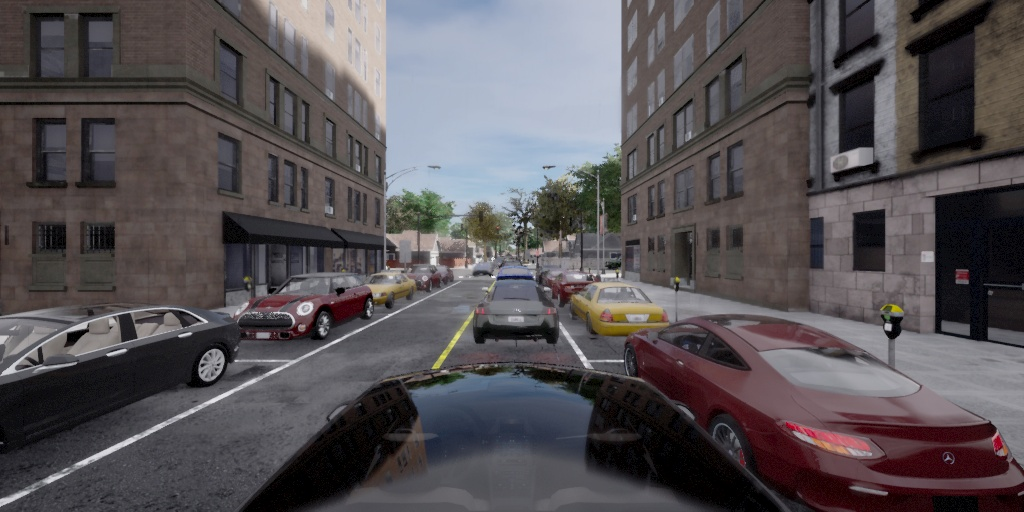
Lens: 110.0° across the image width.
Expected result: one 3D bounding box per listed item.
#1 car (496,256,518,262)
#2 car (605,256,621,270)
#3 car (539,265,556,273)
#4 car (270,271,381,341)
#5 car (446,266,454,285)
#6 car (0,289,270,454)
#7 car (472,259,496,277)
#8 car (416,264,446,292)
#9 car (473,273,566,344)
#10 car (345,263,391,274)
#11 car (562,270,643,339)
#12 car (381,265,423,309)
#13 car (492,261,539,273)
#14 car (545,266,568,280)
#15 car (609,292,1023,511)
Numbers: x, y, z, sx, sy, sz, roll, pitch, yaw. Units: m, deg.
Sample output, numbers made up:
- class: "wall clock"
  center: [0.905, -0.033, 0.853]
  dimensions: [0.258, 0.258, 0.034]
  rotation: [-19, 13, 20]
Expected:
- class: "car"
  center: [0.071, 1.114, 27.854]
  dimensions: [2.097, 1.767, 4.553]
  rotation: [0, 0, 0]
- class: "car"
  center: [15.610, 0.895, 49.213]
  dimensions: [5.566, 2.045, 2.150]
  rotation: [0, 0, 0]
- class: "car"
  center: [2.687, 1.340, 20.755]
  dimensions: [1.802, 1.307, 4.207]
  rotation: [0, 0, 0]
- class: "car"
  center: [-5.369, 1.192, 9.738]
  dimensions: [1.967, 1.591, 4.097]
  rotation: [0, 0, 0]
- class: "car"
  center: [-5.323, 1.343, 26.295]
  dimensions: [1.802, 1.307, 4.207]
  rotation: [0, 0, 0]
- class: "car"
  center: [-5.384, 1.301, 4.219]
  dimensions: [2.007, 1.370, 4.403]
  rotation: [0, 0, 0]
- class: "car"
  center: [-2.786, 1.317, 35.254]
  dimensions: [2.033, 1.411, 5.357]
  rotation: [0, 0, 0]
- class: "car"
  center: [-5.338, 1.198, 20.775]
  dimensions: [1.967, 1.591, 4.097]
  rotation: [0, 0, 0]
- class: "car"
  center: [0.111, 1.316, 9.636]
  dimensions: [1.994, 1.385, 4.181]
  rotation: [0, 0, 1]
- class: "car"
  center: [-17.088, 1.467, 42.616]
  dimensions: [4.718, 1.301, 1.895]
  rotation: [0, 0, -2]
- class: "car"
  center: [2.657, 1.278, 9.889]
  dimensions: [1.751, 1.417, 4.829]
  rotation: [0, 0, 0]
- class: "car"
  center: [-5.354, 1.280, 15.086]
  dimensions: [1.751, 1.417, 4.829]
  rotation: [0, 0, 0]
- class: "car"
  center: [0.123, 1.235, 18.629]
  dimensions: [1.882, 1.535, 5.008]
  rotation: [0, 0, -1]
- class: "car"
  center: [2.671, 1.300, 15.237]
  dimensions: [1.888, 1.381, 4.507]
  rotation: [0, 0, 0]
- class: "car"
  center: [2.641, 1.332, 4.201]
  dimensions: [1.802, 1.307, 4.207]
  rotation: [0, 0, 0]
